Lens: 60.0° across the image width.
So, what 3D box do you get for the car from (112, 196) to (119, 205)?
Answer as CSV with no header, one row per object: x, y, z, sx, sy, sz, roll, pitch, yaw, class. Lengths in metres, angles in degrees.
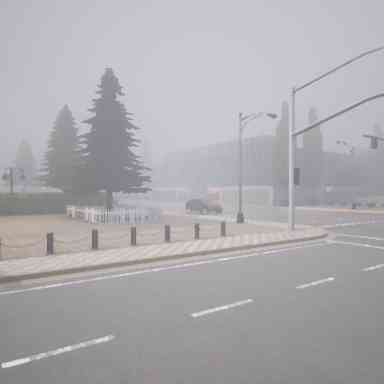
-13.694,1.413,54.908,1.837,1.490,4.892,0,0,-36,car

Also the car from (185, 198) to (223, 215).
1.147,1.418,34.135,1.837,1.490,4.892,0,1,-36,car
